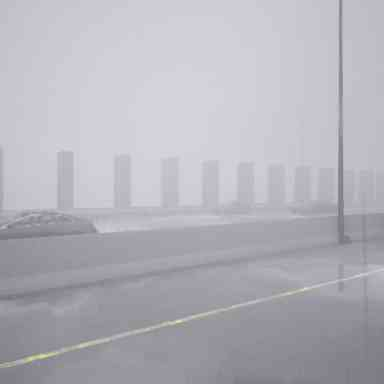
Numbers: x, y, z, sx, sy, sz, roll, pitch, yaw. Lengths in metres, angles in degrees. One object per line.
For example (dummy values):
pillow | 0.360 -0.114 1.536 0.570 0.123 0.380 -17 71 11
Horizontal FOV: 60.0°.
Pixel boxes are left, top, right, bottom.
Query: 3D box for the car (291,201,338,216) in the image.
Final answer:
car | 12.154 1.547 32.700 5.357 1.411 2.033 0 0 -32

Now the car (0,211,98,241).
car | -6.066 1.491 12.482 4.902 1.511 2.128 0 0 -35

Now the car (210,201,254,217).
car | 3.816 1.564 31.568 4.181 1.385 1.994 0 0 -33
